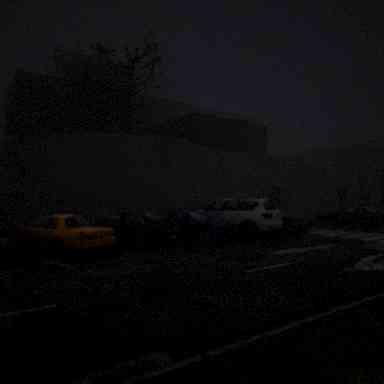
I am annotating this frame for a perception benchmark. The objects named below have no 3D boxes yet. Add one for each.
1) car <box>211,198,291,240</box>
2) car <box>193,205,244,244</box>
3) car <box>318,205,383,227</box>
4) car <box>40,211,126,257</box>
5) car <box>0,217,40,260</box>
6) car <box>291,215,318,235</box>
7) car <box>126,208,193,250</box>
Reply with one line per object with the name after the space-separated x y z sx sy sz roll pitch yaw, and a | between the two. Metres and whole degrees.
2.119 1.367 18.182 5.566 2.045 2.435 -1 -1 35 | car
-0.284 1.585 16.441 5.008 1.535 2.097 -1 -1 35 | car
11.863 1.816 25.078 4.674 1.452 2.002 -1 -1 35 | car
-5.296 1.522 13.079 5.366 1.575 1.946 -1 -1 35 | car
-7.597 1.525 11.259 4.792 1.488 2.163 -1 -1 35 | car
4.573 1.656 19.905 4.892 1.521 2.231 -1 -2 34 | car
-2.709 1.555 14.700 4.892 1.521 2.231 -1 -1 35 | car
